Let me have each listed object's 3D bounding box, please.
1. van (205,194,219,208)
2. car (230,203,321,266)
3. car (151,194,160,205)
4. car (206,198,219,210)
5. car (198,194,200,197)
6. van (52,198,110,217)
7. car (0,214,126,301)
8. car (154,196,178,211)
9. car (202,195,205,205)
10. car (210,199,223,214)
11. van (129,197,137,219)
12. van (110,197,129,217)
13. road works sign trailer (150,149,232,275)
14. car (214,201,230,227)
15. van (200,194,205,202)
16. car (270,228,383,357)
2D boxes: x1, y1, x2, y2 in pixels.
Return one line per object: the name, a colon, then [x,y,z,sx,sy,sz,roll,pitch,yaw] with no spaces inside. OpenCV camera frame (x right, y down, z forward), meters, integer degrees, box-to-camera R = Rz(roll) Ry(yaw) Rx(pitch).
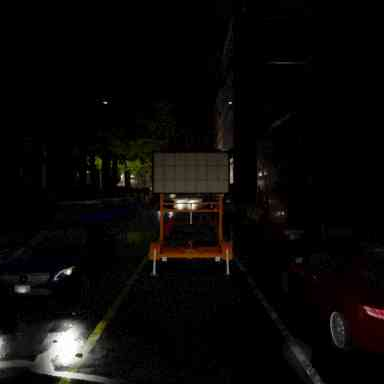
van: [2.738,1.308,39.790,1.690,1.788,3.998,0,0,0]
car: [2.822,1.311,11.488,2.192,1.841,5.009,0,0,0]
car: [-5.836,1.252,56.705,2.192,1.841,5.009,0,0,0]
car: [2.756,1.556,34.130,1.802,1.307,4.206,0,0,0]
car: [2.672,1.491,62.432,1.947,1.339,4.313,0,0,0]
van: [-5.719,1.334,17.100,1.690,1.788,3.998,0,0,0]
car: [-3.123,1.523,8.446,1.812,1.442,4.674,0,0,0]
car: [-3.120,1.512,40.949,2.033,1.411,5.357,0,0,0]
car: [2.722,1.502,45.451,1.887,1.381,4.507,0,0,0]
car: [2.773,1.564,28.469,1.802,1.307,4.206,0,0,0]
van: [-5.753,1.323,28.416,1.690,1.788,3.998,0,0,0]
van: [-5.737,1.329,22.758,1.690,1.788,3.998,0,0,0]
road works sign trailer: [-0.029,0.461,10.433,2.380,3.560,2.880,0,0,0]
car: [2.790,1.532,22.809,1.887,1.381,4.507,0,0,0]
van: [2.688,1.278,56.771,1.690,1.788,3.998,0,0,0]
car: [2.840,1.581,5.827,1.802,1.307,4.206,0,0,0]
